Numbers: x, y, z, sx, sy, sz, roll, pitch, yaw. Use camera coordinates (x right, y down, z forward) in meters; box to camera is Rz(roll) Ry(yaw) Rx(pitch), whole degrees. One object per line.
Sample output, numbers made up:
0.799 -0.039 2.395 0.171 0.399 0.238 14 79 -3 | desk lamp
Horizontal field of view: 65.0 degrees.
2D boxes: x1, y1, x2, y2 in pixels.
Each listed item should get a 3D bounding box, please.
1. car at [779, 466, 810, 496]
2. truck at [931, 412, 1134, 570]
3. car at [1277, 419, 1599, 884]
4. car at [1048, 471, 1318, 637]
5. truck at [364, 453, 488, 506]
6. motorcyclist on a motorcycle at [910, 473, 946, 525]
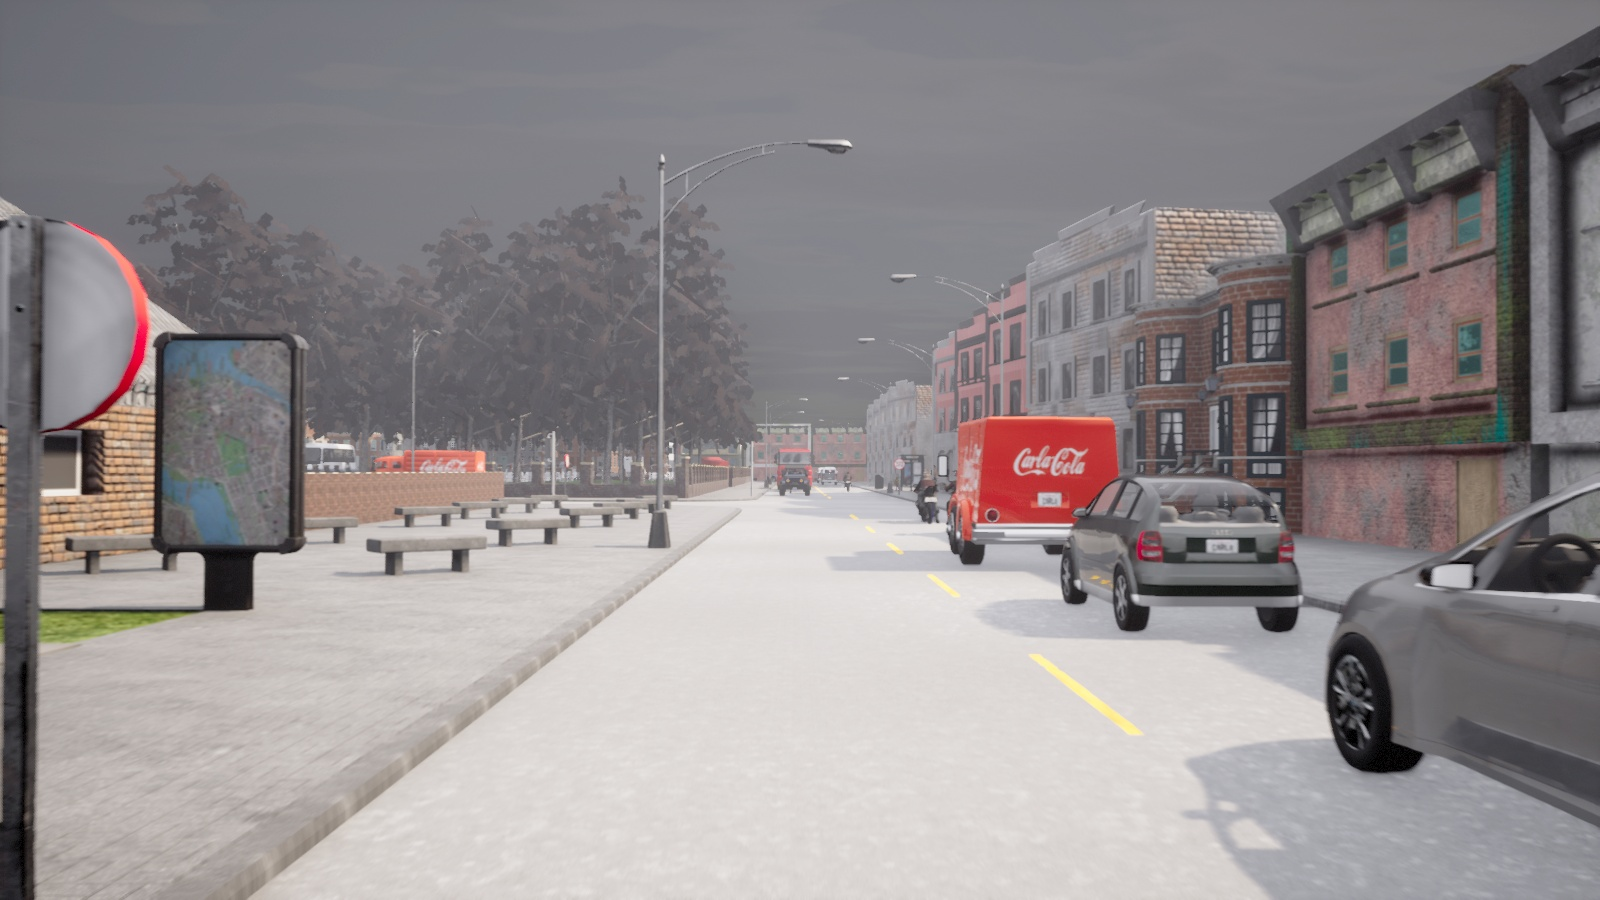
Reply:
-0.303 1.946 79.677 1.905 1.878 3.866 0 -1 0 | car
3.943 0.687 22.401 2.627 2.467 5.204 0 -1 0 | truck
3.987 0.730 5.200 2.242 1.667 4.611 0 -1 0 | car
3.966 1.006 13.647 1.789 1.549 3.705 0 -1 0 | car
-17.873 1.409 60.283 5.204 2.467 2.627 0 -1 -1 | truck
3.887 1.477 38.405 0.866 1.530 2.191 0 -1 0 | motorcyclist on a motorcycle
